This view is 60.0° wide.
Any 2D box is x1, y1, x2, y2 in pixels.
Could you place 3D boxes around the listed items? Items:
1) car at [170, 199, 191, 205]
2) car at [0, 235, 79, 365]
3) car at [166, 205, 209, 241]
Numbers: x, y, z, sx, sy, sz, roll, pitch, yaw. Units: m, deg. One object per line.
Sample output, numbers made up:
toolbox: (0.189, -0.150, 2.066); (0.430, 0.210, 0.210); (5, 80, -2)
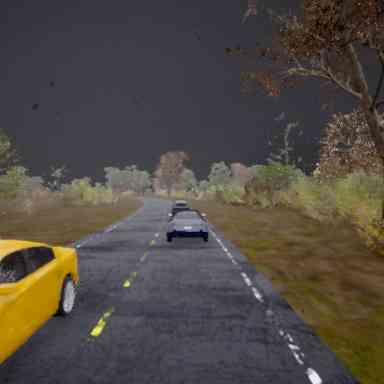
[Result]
car: (-1.215, 1.513, 34.542); (1.837, 1.490, 4.892); (0, 0, -4)
car: (-3.159, 1.480, 4.626); (1.882, 1.535, 5.008); (0, 0, -1)
car: (-0.258, 1.566, 16.850); (1.994, 1.385, 4.181); (0, 0, -2)
